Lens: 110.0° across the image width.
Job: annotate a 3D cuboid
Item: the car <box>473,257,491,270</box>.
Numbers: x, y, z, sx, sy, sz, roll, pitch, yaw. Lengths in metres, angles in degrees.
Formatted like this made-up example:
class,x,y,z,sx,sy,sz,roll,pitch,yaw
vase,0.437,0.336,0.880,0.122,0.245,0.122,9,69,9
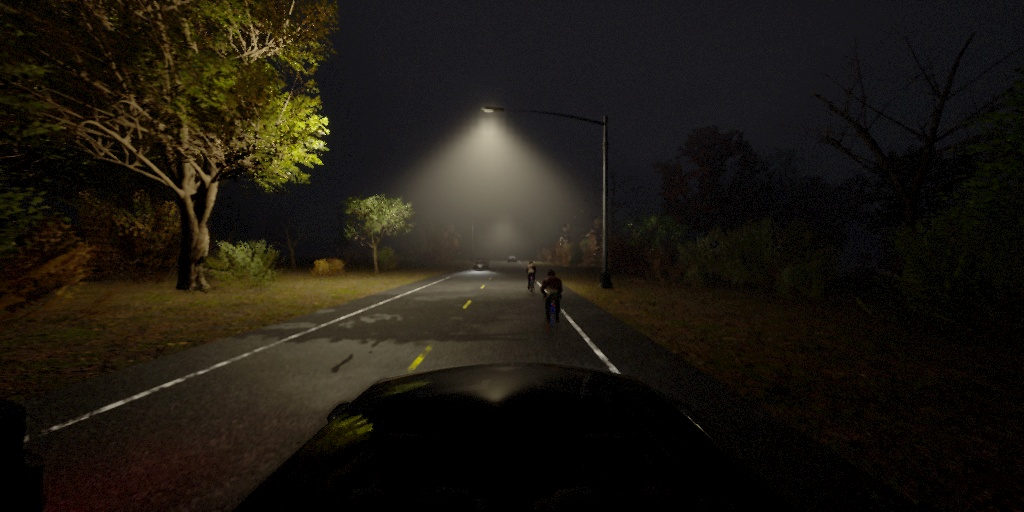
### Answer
class,x,y,z,sx,sy,sz,roll,pitch,yaw
car,-3.583,0.922,43.098,2.128,1.511,4.902,0,0,0

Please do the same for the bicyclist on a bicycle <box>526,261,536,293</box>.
class,x,y,z,sx,sy,sz,roll,pitch,yaw
bicyclist on a bicycle,0.963,1.071,17.824,0.582,1.620,1.656,0,0,0

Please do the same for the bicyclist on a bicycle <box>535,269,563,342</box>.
class,x,y,z,sx,sy,sz,roll,pitch,yaw
bicyclist on a bicycle,0.963,1.146,8.601,0.582,1.620,1.656,0,0,0
